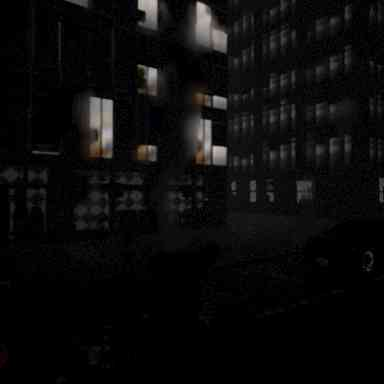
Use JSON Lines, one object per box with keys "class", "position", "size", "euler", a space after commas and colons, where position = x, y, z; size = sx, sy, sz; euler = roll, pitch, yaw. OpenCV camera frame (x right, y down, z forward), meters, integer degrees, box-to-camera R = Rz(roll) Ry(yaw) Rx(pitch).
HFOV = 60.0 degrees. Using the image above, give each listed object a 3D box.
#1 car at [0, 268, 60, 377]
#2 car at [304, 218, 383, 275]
{"class": "car", "position": [-3.925, 1.550, 3.765], "size": [4.507, 1.381, 1.887], "euler": [0, 1, -35]}
{"class": "car", "position": [5.344, 1.521, 10.360], "size": [4.313, 1.339, 1.947], "euler": [0, 1, -35]}
